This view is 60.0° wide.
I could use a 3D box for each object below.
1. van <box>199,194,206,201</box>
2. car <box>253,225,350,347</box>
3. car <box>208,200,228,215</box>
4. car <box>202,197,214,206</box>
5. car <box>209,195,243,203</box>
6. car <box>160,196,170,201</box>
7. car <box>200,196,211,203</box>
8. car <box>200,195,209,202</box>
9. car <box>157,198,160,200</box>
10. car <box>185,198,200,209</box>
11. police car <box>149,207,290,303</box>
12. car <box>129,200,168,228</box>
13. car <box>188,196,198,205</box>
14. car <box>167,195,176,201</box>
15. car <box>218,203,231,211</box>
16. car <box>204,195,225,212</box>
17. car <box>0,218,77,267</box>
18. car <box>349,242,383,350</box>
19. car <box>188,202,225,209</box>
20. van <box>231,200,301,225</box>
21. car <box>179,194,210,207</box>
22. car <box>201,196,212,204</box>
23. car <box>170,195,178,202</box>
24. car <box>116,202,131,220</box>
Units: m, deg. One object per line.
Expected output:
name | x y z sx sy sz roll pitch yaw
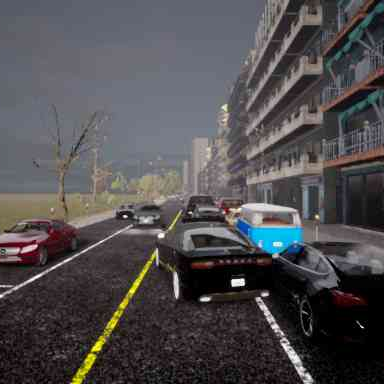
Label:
van | 2.762 1.369 85.508 1.690 1.788 3.998 1 0 0
car | 2.587 1.567 6.253 1.947 1.339 4.313 1 0 0
car | 2.649 1.590 34.559 1.802 1.307 4.206 1 0 0
car | 2.699 1.541 57.373 1.752 1.417 4.829 1 0 0
car | 2.627 1.320 23.237 2.192 1.841 5.009 1 0 0
car | -5.183 1.541 56.483 1.752 1.417 4.829 1 0 0
car | 2.723 1.571 68.524 2.008 1.369 4.403 1 0 0
car | 2.736 1.463 74.186 1.967 1.590 4.097 1 0 0
car | -5.220 1.591 39.690 1.802 1.307 4.206 1 0 0
car | 0.114 1.559 46.480 2.033 1.411 5.357 0 0 1
police car | 0.226 1.427 8.499 1.930 1.638 5.238 0 0 -13
car | -2.801 1.530 22.644 1.812 1.442 4.674 0 0 0
car | 0.131 1.542 60.260 1.812 1.442 4.674 0 0 0
car | -5.122 1.578 84.922 2.008 1.369 4.403 1 0 0
car | 2.613 1.529 17.746 1.752 1.417 4.829 1 0 0
car | 2.664 1.324 40.220 2.192 1.841 5.009 1 0 0
car | -5.282 1.584 11.420 1.802 1.307 4.206 1 0 0
car | 2.578 1.315 0.593 2.192 1.841 5.009 1 0 0
car | 0.865 1.510 18.645 1.837 1.490 4.892 0 0 0
van | 2.602 1.344 11.915 1.690 1.788 3.998 1 0 0
car | 0.435 1.225 24.585 2.150 2.045 5.566 0 0 -5
car | 2.711 1.543 63.034 1.752 1.417 4.829 1 0 0
car | -5.134 1.575 79.268 2.008 1.369 4.403 1 0 0
car | -5.245 1.572 28.383 1.947 1.339 4.313 1 0 0
